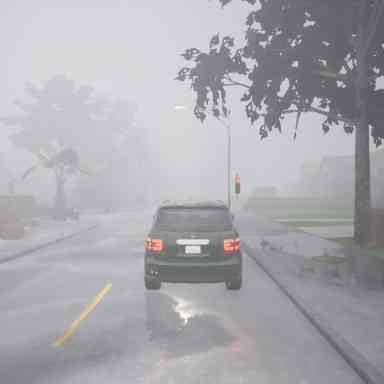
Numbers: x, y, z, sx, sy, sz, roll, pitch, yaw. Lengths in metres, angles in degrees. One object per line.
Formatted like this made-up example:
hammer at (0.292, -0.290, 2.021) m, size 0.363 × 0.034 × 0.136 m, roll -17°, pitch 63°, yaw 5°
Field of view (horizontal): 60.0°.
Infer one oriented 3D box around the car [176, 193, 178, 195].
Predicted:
car at (-4.003, 1.491, 62.846) m, size 2.128 × 1.511 × 4.902 m, roll 0°, pitch 0°, yaw 0°

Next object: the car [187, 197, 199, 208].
car at (0.136, 1.505, 50.677) m, size 1.837 × 1.490 × 4.892 m, roll 0°, pitch 0°, yaw 0°

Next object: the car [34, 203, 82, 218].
car at (-12.056, 1.601, 28.853) m, size 4.718 × 1.301 × 1.895 m, roll 0°, pitch 0°, yaw 1°

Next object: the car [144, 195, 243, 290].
car at (0.045, 1.221, 9.205) m, size 2.150 × 2.045 × 5.566 m, roll 0°, pitch 0°, yaw 1°

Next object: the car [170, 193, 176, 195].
car at (-4.046, 1.352, 52.444) m, size 2.097 × 1.767 × 4.553 m, roll 0°, pitch 0°, yaw 0°

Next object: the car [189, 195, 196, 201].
car at (0.076, 1.478, 86.074) m, size 1.882 × 1.535 × 5.008 m, roll 0°, pitch 0°, yaw 0°

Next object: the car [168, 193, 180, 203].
car at (-3.935, 1.225, 73.359) m, size 2.150 × 2.045 × 5.566 m, roll 0°, pitch 0°, yaw 0°
